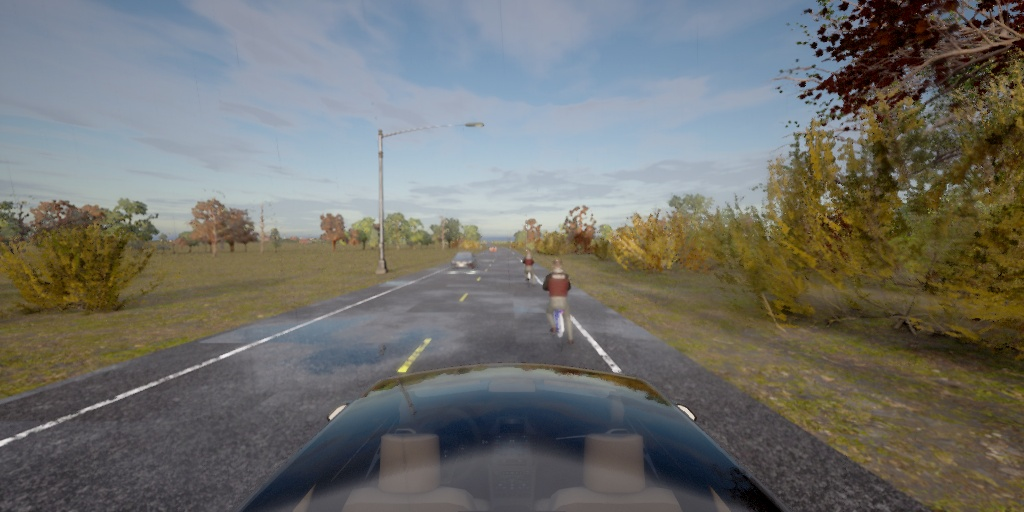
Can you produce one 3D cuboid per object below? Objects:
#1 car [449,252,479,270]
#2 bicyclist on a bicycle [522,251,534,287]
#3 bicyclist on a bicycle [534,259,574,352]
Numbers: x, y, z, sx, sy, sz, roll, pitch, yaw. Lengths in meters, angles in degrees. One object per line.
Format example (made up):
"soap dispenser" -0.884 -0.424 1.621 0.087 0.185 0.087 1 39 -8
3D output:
"car" -3.941 0.367 30.071 1.812 1.442 4.674 0 2 -1
"bicyclist on a bicycle" 0.797 0.616 17.389 0.659 1.776 1.843 0 2 -1
"bicyclist on a bicycle" 0.910 0.937 7.381 0.659 1.776 1.843 0 2 -1
